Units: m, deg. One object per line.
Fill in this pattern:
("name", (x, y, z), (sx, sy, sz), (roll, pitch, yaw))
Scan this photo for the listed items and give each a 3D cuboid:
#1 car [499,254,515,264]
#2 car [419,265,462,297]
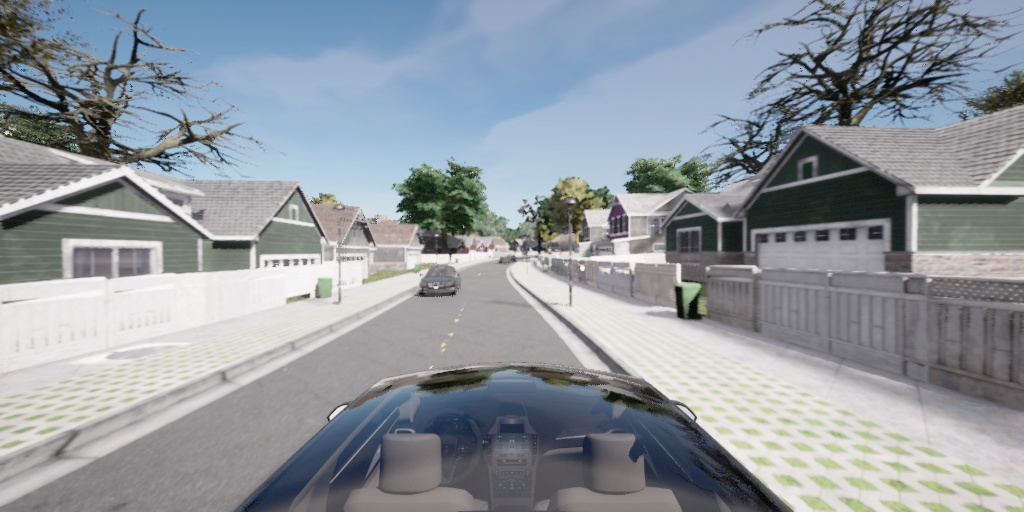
("car", (-1.230, 0.601, 63.525), (2.128, 1.511, 4.902), (0, 1, 5))
("car", (-3.767, 1.272, 19.382), (1.837, 1.490, 4.892), (0, 0, -4))
